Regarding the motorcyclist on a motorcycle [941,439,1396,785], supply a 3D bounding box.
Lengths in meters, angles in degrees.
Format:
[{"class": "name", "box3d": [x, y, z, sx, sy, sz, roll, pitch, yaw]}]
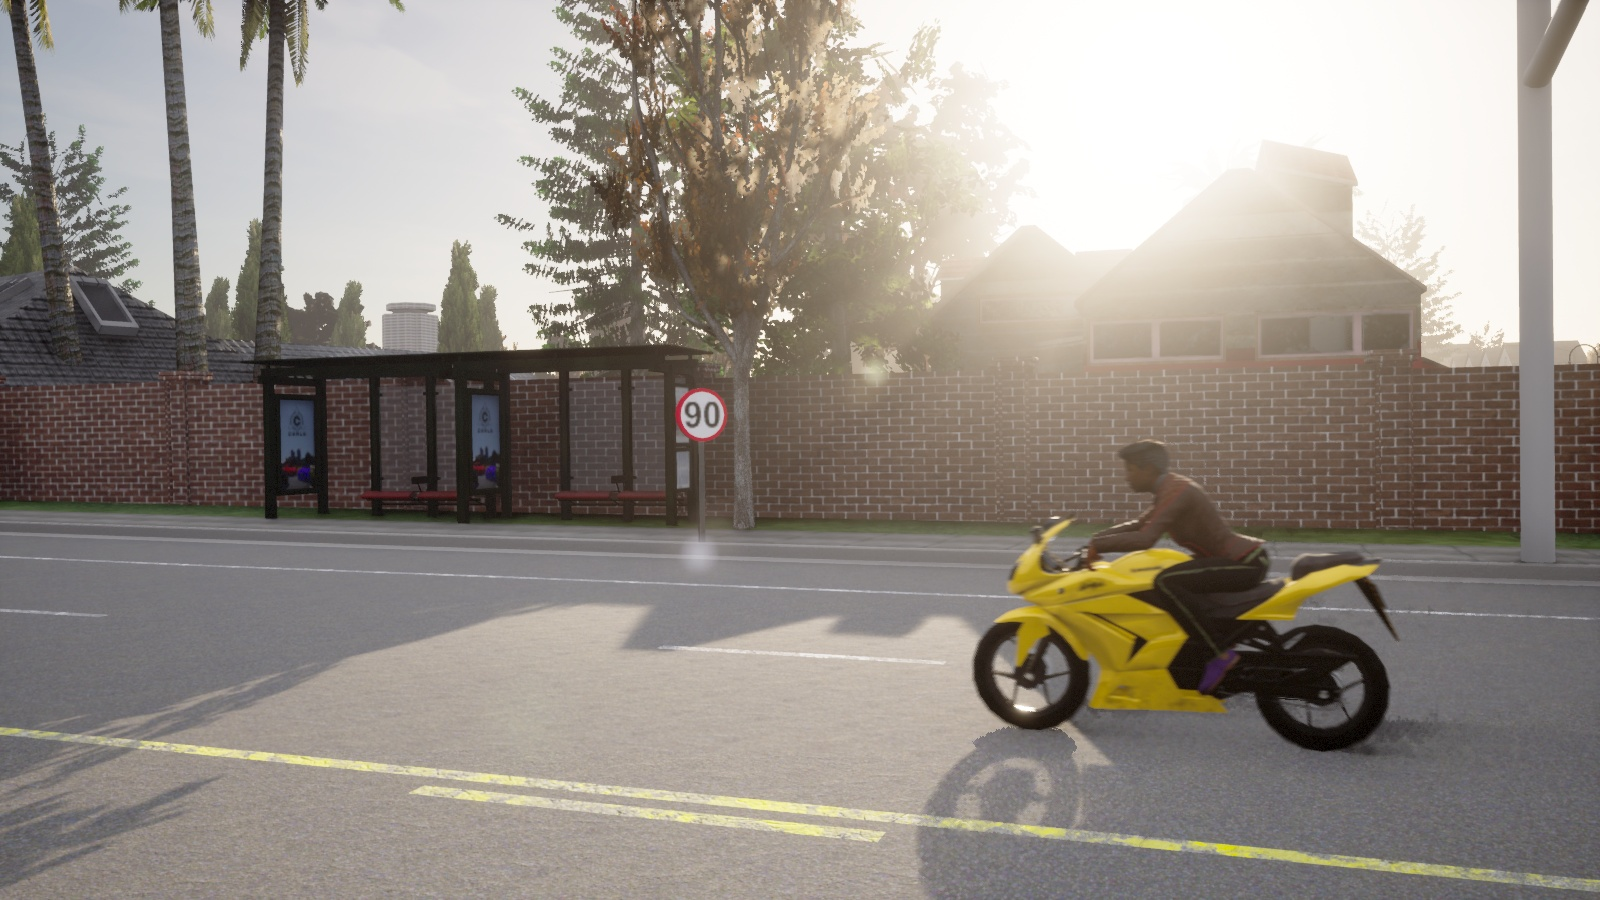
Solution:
[{"class": "motorcyclist on a motorcycle", "box3d": [1.797, 0.716, 6.282, 2.044, 1.523, 0.797, 0, 1, 19]}]
